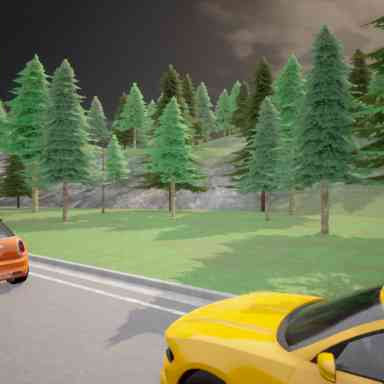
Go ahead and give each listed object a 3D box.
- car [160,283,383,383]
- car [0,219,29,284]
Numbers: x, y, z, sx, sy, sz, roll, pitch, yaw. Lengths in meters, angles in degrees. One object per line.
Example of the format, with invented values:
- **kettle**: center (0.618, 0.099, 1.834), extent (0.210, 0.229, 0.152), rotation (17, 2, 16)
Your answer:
- **car**: center (1.989, 1.478, 2.572), extent (5.008, 1.535, 1.882), rotation (0, 0, 35)
- **car**: center (-6.136, 1.352, 8.342), extent (4.553, 1.767, 2.097), rotation (0, 0, 35)
